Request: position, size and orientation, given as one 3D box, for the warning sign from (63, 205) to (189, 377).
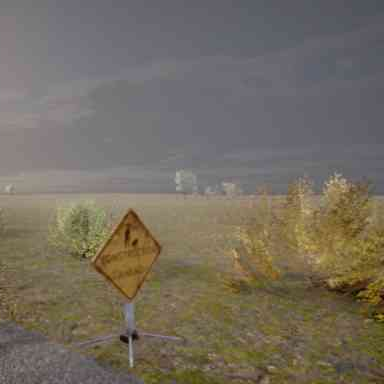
[{"bbox_3d":[-0.861,1.136,4.541,1.060,1.860,1.300,-1,0,35],"label":"warning sign"}]
